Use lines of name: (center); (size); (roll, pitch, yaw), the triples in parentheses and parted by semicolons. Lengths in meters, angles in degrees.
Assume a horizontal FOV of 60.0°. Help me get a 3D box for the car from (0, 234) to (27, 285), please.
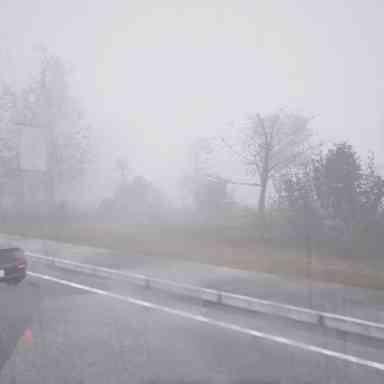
car: (-5.880, 1.527, 8.187); (4.674, 1.442, 1.812); (0, 0, 36)
